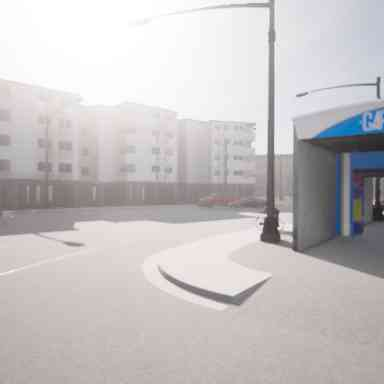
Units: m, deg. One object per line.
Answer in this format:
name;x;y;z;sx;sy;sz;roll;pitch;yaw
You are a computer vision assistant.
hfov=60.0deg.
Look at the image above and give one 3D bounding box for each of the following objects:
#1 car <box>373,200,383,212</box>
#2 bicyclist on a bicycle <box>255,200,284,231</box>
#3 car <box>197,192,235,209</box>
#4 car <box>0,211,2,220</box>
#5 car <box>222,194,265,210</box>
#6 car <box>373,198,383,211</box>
car;17.191;1.565;33.696;4.718;1.301;1.895;0;0;-21
bicyclist on a bicycle;4.099;1.256;17.654;1.656;1.620;0.582;0;0;38
car;3.305;1.075;42.782;5.566;2.045;2.150;0;0;-30
car;-13.885;1.357;19.633;1.837;1.490;4.892;-1;-1;27
car;6.636;1.371;40.602;4.902;1.511;2.128;0;0;-28
car;24.146;1.504;39.711;4.674;1.442;1.812;0;0;-18
